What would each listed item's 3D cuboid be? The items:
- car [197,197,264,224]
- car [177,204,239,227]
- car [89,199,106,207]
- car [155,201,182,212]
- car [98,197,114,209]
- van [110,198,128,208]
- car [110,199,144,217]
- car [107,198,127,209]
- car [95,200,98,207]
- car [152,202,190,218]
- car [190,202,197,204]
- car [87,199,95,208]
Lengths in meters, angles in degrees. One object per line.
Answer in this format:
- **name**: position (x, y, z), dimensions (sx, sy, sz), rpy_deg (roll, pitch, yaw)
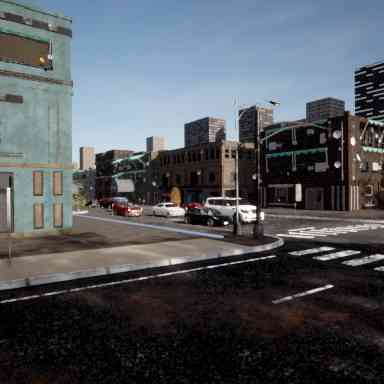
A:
- **car**: position (3.165, 1.445, 26.662), dimensions (2.150, 2.045, 5.566), rpy_deg (-1, 0, -35)
- **car**: position (1.085, 1.814, 24.898), dimensions (1.947, 1.339, 4.313), rpy_deg (-2, 0, -36)
- **car**: position (-19.384, 2.228, 68.149), dimensions (1.887, 1.381, 4.507), rpy_deg (-1, 0, -36)
- **car**: position (-3.288, 1.966, 45.635), dimensions (1.802, 1.307, 4.206), rpy_deg (-2, 0, -36)
- **car**: position (-13.421, 2.066, 55.370), dimensions (1.837, 1.490, 4.892), rpy_deg (-1, 0, -36)
- **van**: position (-12.951, 1.907, 59.143), dimensions (1.690, 1.788, 3.998), rpy_deg (-1, 0, -36)
- **car**: position (-6.889, 1.846, 36.257), dimensions (1.967, 1.590, 4.097), rpy_deg (-1, 0, -36)
- **car**: position (-9.007, 1.939, 43.719), dimensions (1.882, 1.535, 5.008), rpy_deg (-1, 0, -35)
- **car**: position (-16.171, 1.940, 63.646), dimensions (2.192, 1.841, 5.009), rpy_deg (-1, 0, -36)
- **car**: position (-2.537, 1.862, 34.646), dimensions (1.812, 1.442, 4.674), rpy_deg (-1, 0, -35)
- **car**: position (-0.070, 1.904, 41.133), dimensions (1.802, 1.307, 4.206), rpy_deg (-2, 0, -36)
- **car**: position (-19.196, 2.159, 63.450), dimensions (2.128, 1.511, 4.902), rpy_deg (-1, 0, -36)
